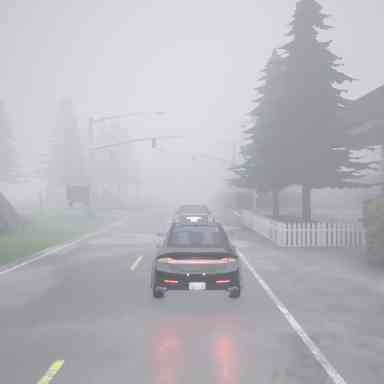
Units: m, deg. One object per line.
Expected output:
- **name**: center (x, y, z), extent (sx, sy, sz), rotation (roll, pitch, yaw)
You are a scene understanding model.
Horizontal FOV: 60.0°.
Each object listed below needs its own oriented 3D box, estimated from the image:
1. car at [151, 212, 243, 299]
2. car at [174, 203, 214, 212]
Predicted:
- **car**: center (0.094, 1.492, 8.460), extent (2.128, 1.511, 4.902), rotation (0, 0, 0)
- **car**: center (0.088, 1.352, 17.613), extent (2.097, 1.767, 4.553), rotation (0, 0, 0)
